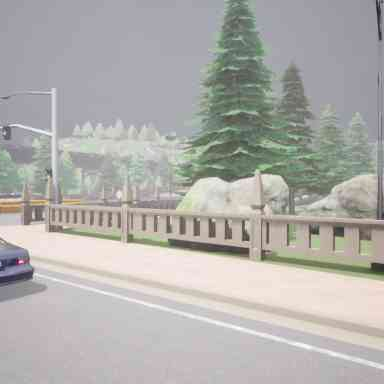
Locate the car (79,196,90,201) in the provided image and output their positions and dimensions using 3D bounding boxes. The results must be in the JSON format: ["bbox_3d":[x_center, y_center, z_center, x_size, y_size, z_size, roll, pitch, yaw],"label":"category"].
[{"bbox_3d":[-18.465,1.352,50.602,2.097,1.767,4.553,0,0,35],"label":"car"}]

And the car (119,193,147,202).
[{"bbox_3d":[-11.650,1.131,66.059,2.033,1.411,5.357,0,3,36],"label":"car"}]

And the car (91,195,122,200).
[{"bbox_3d":[-12.979,1.334,52.247,2.097,1.767,4.553,0,1,36],"label":"car"}]

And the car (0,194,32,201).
[{"bbox_3d":[-24.134,1.221,42.727,2.150,2.045,5.566,0,0,36],"label":"car"}]

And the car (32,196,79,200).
[{"bbox_3d":[-18.327,1.477,44.801,1.882,1.535,5.008,0,0,36],"label":"car"}]

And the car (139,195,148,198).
[{"bbox_3d":[-8.601,1.290,58.346,2.128,1.511,4.902,0,2,36],"label":"car"}]

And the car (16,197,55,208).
[{"bbox_3d":[-23.355,1.505,49.795,1.837,1.490,4.892,0,0,36],"label":"car"}]

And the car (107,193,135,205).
[{"bbox_3d":[-12.560,1.217,58.840,2.097,1.767,4.553,0,2,36],"label":"car"}]

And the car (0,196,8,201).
[{"bbox_3d":[-23.884,1.491,37.092,2.128,1.511,4.902,0,0,36],"label":"car"}]

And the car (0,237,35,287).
[{"bbox_3d":[-6.069,1.547,8.293,5.357,1.411,2.033,0,0,36],"label":"car"}]

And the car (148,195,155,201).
[{"bbox_3d":[-4.093,1.374,52.315,2.128,1.511,4.902,0,2,36],"label":"car"}]
